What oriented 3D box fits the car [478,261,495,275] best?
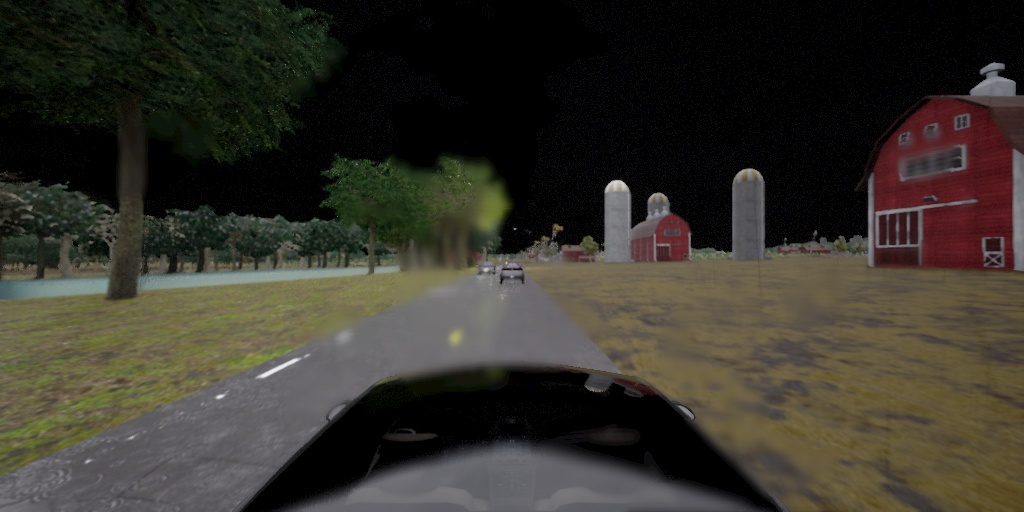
[{"bbox_3d":[-2.750,1.363,40.541,2.128,1.511,4.902,0,-1,0],"label":"car"}]

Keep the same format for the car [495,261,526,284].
[{"bbox_3d":[0.026,1.279,27.777,2.128,1.511,4.902,0,0,0],"label":"car"}]
